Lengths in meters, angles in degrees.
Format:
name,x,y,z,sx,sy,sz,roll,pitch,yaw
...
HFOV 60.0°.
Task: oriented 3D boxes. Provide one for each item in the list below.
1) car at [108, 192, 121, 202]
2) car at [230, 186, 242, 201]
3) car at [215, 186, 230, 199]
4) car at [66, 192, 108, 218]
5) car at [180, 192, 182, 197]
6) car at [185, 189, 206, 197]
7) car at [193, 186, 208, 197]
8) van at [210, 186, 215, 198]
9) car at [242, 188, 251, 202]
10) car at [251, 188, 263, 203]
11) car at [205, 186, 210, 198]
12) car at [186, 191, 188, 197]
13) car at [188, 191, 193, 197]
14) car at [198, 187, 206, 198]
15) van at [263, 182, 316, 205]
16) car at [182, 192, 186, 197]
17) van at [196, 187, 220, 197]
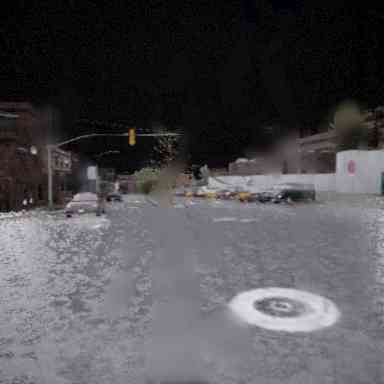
name,x,y,z,sx,sy,sz,roll,pitch,yaw
car,-10.562,0.687,44.880,1.895,1.301,4.718,-1,0,-10
car,7.466,0.309,38.747,5.366,1.575,1.946,0,1,-29
car,6.182,0.157,47.667,4.553,1.767,2.185,0,1,-29
car,-6.483,0.744,20.573,1.812,1.442,4.674,-1,1,-9
car,0.263,0.397,82.888,5.008,1.535,2.097,0,-1,-29
car,0.789,0.232,79.969,4.553,1.767,2.185,0,-1,-29
car,3.721,-0.007,62.357,5.566,2.045,2.435,0,0,-29
van,5.563,0.048,50.530,4.442,1.987,1.878,0,1,-29
car,8.120,0.361,35.903,4.674,1.452,2.002,0,1,-29
car,8.603,0.371,32.968,4.674,1.452,2.002,0,0,-29
car,5.331,0.259,53.625,5.366,1.575,1.946,0,0,-29
car,1.766,0.171,74.098,4.553,1.767,2.185,0,0,-29
car,2.696,0.008,68.193,5.566,2.045,2.435,0,0,-29
car,4.196,0.248,59.404,5.008,1.535,2.097,0,0,-29
van,8.997,0.115,29.967,4.442,1.987,1.878,0,1,-29
car,1.091,0.320,76.921,5.366,1.575,1.946,0,0,-29
van,3.109,0.024,65.218,4.442,1.987,1.878,0,0,-29
